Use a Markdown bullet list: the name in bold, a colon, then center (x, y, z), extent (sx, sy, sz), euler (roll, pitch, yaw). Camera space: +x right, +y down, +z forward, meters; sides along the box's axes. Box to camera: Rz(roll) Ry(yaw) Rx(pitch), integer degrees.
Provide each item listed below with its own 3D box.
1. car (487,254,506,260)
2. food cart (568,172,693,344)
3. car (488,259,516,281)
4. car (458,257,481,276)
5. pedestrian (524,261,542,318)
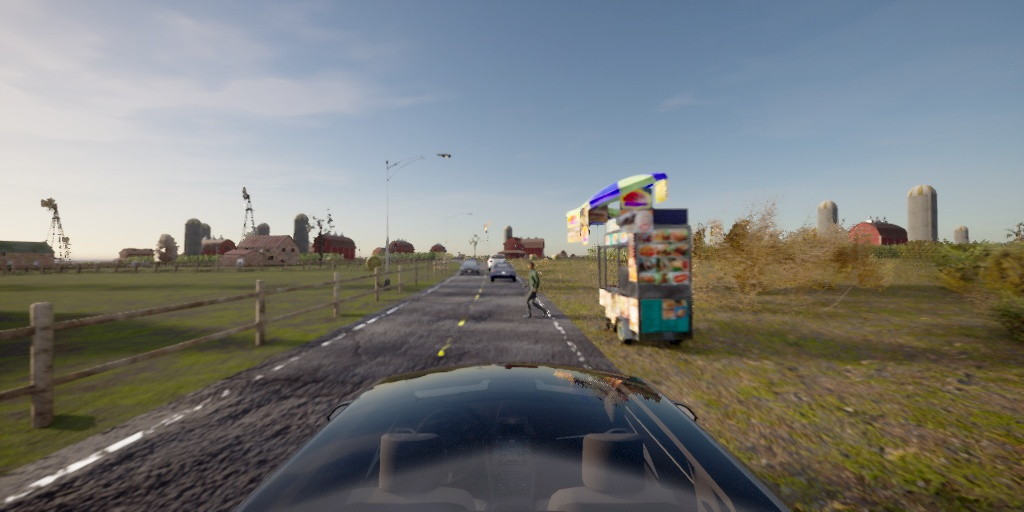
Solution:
- **car**: center (-1.902, 0.808, 44.808), extent (2.150, 2.045, 5.566), euler (0, 0, -5)
- **food cart**: center (3.056, 0.181, 9.108), extent (2.280, 3.560, 4.660), euler (0, 0, -1)
- **car**: center (-0.733, 1.203, 28.493), extent (1.994, 1.385, 4.181), euler (0, 0, -3)
- **car**: center (-4.090, 1.140, 35.251), extent (1.812, 1.442, 4.674), euler (0, 0, -4)
- **pedestrian**: center (0.648, 1.002, 11.173), extent (0.375, 1.860, 0.375), euler (1, -1, 1)
